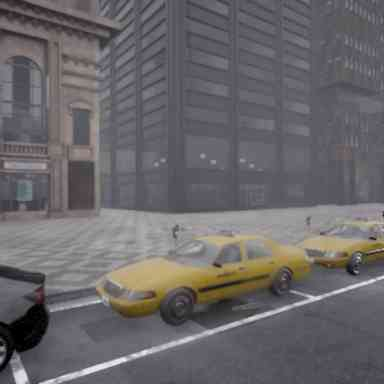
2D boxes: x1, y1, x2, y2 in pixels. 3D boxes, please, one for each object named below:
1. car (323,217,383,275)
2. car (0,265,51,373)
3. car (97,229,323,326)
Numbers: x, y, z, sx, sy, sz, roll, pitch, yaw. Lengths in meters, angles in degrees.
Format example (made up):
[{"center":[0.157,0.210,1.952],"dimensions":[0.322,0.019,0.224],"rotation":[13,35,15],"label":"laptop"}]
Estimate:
[{"center":[5.099,1.491,10.285],"dimensions":[4.829,1.417,1.752],"rotation":[0,0,-35],"label":"car"},{"center":[-3.949,1.570,3.835],"dimensions":[4.313,1.339,1.947],"rotation":[0,0,-35],"label":"car"},{"center":[0.506,1.510,7.011],"dimensions":[4.829,1.417,1.752],"rotation":[0,0,-35],"label":"car"}]
